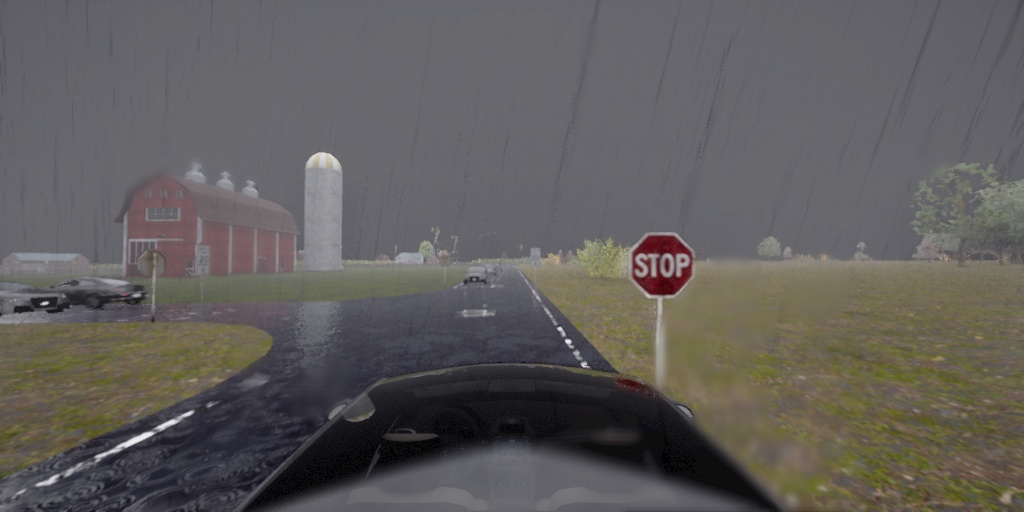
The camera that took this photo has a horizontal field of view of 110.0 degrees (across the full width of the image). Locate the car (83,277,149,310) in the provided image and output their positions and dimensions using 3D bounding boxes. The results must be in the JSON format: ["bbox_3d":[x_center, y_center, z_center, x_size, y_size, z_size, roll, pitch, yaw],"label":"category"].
[{"bbox_3d":[-19.702,1.688,16.669,4.674,1.442,1.812,-1,-1,0],"label":"car"}]

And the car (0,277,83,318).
[{"bbox_3d":[-19.792,1.650,13.698,4.181,1.385,1.994,-1,-1,1],"label":"car"}]

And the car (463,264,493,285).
[{"bbox_3d":[-2.874,1.571,29.742,1.837,1.490,4.892,0,-1,0],"label":"car"}]

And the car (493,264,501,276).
[{"bbox_3d":[-2.883,1.737,45.173,2.128,1.511,4.902,0,-1,0],"label":"car"}]
